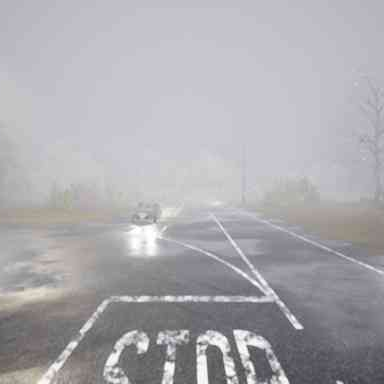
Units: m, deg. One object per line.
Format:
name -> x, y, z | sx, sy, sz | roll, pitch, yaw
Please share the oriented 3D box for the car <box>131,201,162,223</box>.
car -> -3.373, 1.446, 25.172 | 2.128, 1.511, 4.902 | 0, 0, 0
